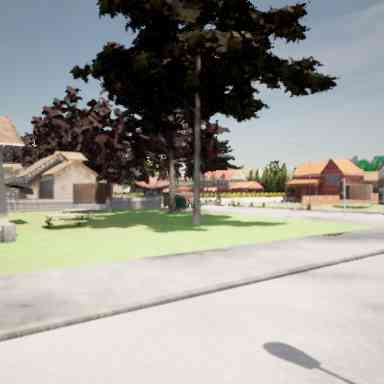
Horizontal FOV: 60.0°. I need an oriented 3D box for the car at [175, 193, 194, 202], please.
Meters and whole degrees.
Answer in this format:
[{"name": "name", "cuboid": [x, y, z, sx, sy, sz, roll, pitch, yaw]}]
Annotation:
[{"name": "car", "cuboid": [-0.990, 1.152, 48.656, 2.150, 2.045, 5.566, 0, 0, -36]}]
